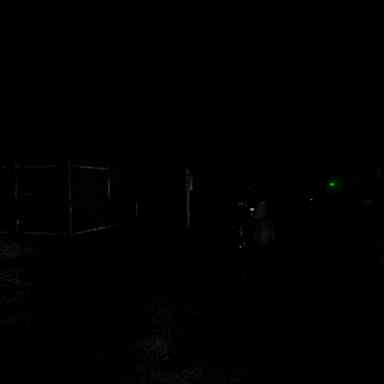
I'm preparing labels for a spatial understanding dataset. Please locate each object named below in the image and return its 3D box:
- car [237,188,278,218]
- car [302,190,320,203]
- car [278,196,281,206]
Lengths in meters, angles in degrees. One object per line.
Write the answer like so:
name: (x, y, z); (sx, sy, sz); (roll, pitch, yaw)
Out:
car: (4.859, 0.737, 24.684); (2.150, 2.045, 5.566); (-1, 1, 19)
car: (14.775, 0.580, 41.324); (1.837, 1.490, 4.892); (-1, 1, 18)
car: (8.236, 0.842, 34.783); (2.033, 1.411, 5.357); (-1, 1, 19)
